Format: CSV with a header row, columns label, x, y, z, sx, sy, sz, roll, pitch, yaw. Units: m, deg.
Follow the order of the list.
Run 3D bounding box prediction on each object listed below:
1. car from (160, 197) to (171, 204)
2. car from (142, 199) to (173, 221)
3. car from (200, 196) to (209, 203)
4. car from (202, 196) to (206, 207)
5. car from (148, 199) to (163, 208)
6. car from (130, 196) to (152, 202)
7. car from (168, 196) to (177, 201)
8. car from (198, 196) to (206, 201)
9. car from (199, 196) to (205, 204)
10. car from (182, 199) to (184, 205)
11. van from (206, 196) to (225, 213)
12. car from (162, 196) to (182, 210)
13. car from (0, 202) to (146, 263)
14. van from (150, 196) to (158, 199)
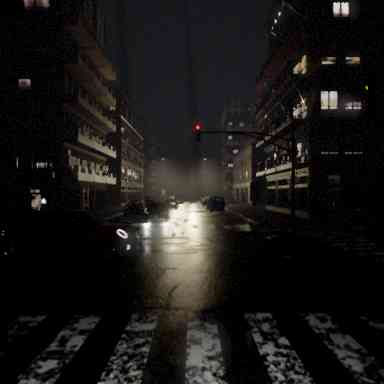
label,x,y,z,sx,sy,sz,roll,pitch,yaw
car,-5.227,1.662,65.757,1.887,1.381,4.507,0,0,0
car,-2.801,1.578,27.737,1.812,1.442,4.674,0,0,-1
car,2.662,1.670,71.328,1.887,1.381,4.507,0,0,0
car,2.718,1.624,43.422,1.887,1.381,4.507,0,0,0
car,-5.297,1.671,49.014,1.802,1.307,4.206,0,0,0
car,-5.401,1.500,32.269,1.967,1.590,4.097,0,0,0
car,-5.196,1.697,88.083,2.008,1.369,4.403,0,0,0
car,2.684,1.712,88.073,1.947,1.339,4.313,0,0,0
car,2.641,1.665,54.584,1.947,1.339,4.313,0,0,0
car,-2.664,1.650,63.614,1.812,1.442,4.674,0,0,0
van,2.745,1.409,37.218,1.690,1.788,3.998,0,0,0
car,-2.789,1.627,43.646,2.033,1.411,5.357,0,0,0
car,-4.183,1.412,11.822,4.553,1.767,2.097,-1,0,0
van,-5.351,1.420,43.433,1.690,1.788,3.998,0,0,0
